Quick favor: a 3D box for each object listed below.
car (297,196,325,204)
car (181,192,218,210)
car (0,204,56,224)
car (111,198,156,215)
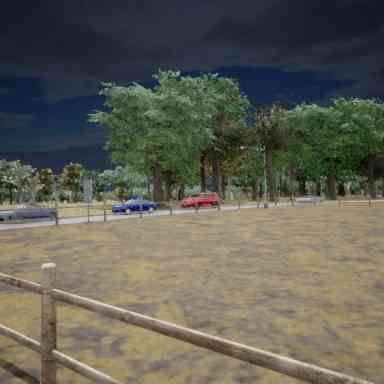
[{"bbox_3d":[18.756,1.197,52.150,4.718,1.301,1.895,-1,-1,-34],"label":"car"},{"bbox_3d":[1.098,1.102,41.267,2.150,2.045,5.566,-2,-1,44],"label":"car"},{"bbox_3d":[-12.275,1.574,24.492,1.994,1.385,4.181,-2,-1,35],"label":"car"},{"bbox_3d":[-5.770,1.432,33.320,1.882,1.535,5.008,-2,-1,39],"label":"car"}]
